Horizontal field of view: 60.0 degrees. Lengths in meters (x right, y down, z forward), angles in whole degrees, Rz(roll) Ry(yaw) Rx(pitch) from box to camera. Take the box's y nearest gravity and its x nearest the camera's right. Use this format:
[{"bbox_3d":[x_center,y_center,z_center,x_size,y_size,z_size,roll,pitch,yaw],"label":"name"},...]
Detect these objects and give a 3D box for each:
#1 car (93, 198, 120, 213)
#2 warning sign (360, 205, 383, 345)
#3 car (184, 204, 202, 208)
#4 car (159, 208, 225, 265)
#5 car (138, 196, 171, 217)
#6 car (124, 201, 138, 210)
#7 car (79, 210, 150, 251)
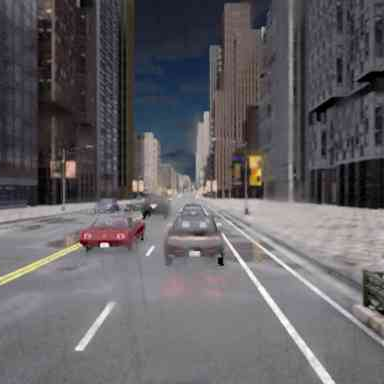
[{"bbox_3d":[-9.837,1.509,38.494,2.097,1.767,4.553,0,0,0],"label":"car"},{"bbox_3d":[3.232,1.131,4.562,1.300,1.860,1.060,0,0,0],"label":"warning sign"},{"bbox_3d":[0.089,1.650,26.129,2.033,1.411,5.357,0,0,0],"label":"car"},{"bbox_3d":[0.088,1.535,11.787,2.128,1.511,4.902,0,0,0],"label":"car"},{"bbox_3d":[-3.150,1.341,30.211,2.150,2.045,5.566,0,0,0],"label":"car"},{"bbox_3d":[-6.588,1.722,38.745,1.994,1.385,4.181,0,0,0],"label":"car"},{"bbox_3d":[-3.156,1.653,14.278,1.895,1.301,4.718,0,0,0],"label":"car"}]
